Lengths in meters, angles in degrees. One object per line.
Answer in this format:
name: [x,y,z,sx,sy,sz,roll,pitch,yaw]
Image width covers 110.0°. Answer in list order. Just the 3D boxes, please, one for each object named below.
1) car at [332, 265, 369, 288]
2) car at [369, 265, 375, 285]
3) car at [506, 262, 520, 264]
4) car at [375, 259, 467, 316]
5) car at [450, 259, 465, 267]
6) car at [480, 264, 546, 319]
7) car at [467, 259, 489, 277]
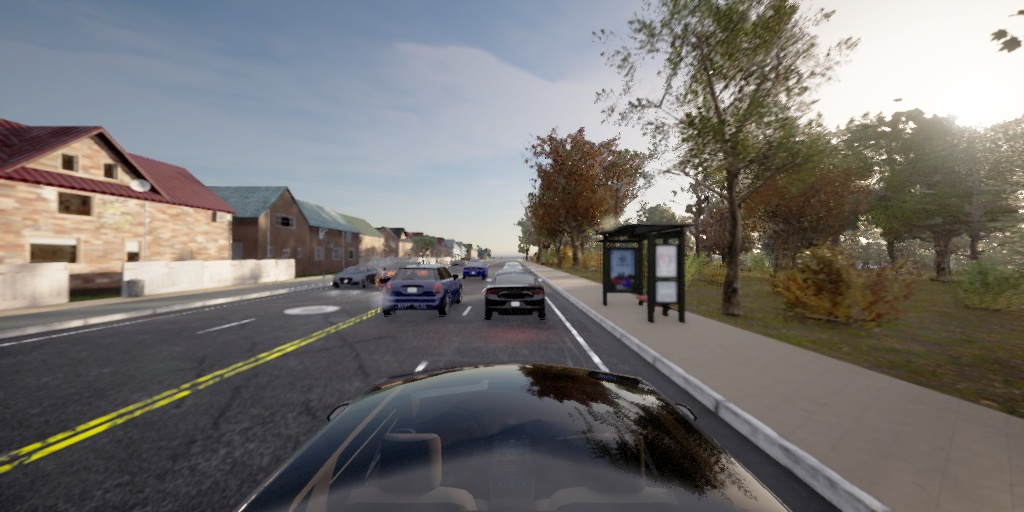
car: [-9.849,1.299,23.232,1.994,1.385,4.181,0,0,0]
car: [-6.599,1.088,21.793,2.097,1.767,4.553,0,0,0]
car: [0.094,1.259,31.034,1.812,1.442,4.674,0,0,0]
car: [-3.151,1.093,13.450,2.097,1.767,4.553,0,0,0]
car: [-9.779,1.299,64.705,1.994,1.385,4.181,0,0,1]
car: [0.100,1.219,12.754,1.882,1.535,5.008,0,0,0]
car: [-3.152,1.211,31.606,1.882,1.535,5.008,0,0,0]
